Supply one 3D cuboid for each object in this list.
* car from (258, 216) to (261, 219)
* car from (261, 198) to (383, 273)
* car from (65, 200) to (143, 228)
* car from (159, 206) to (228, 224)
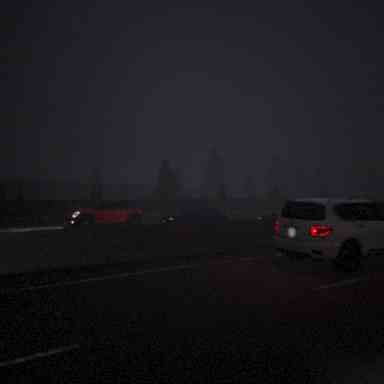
[{"bbox_3d":[6.092,1.586,19.266,4.718,1.301,1.895,0,0,-25],"label":"car"},{"bbox_3d":[5.194,1.210,10.767,5.566,2.045,2.150,0,0,-29],"label":"car"},{"bbox_3d":[-5.509,1.303,20.902,4.553,1.767,2.097,0,0,-30],"label":"car"},{"bbox_3d":[0.127,1.534,20.093,4.181,1.385,1.994,0,0,-28],"label":"car"}]
